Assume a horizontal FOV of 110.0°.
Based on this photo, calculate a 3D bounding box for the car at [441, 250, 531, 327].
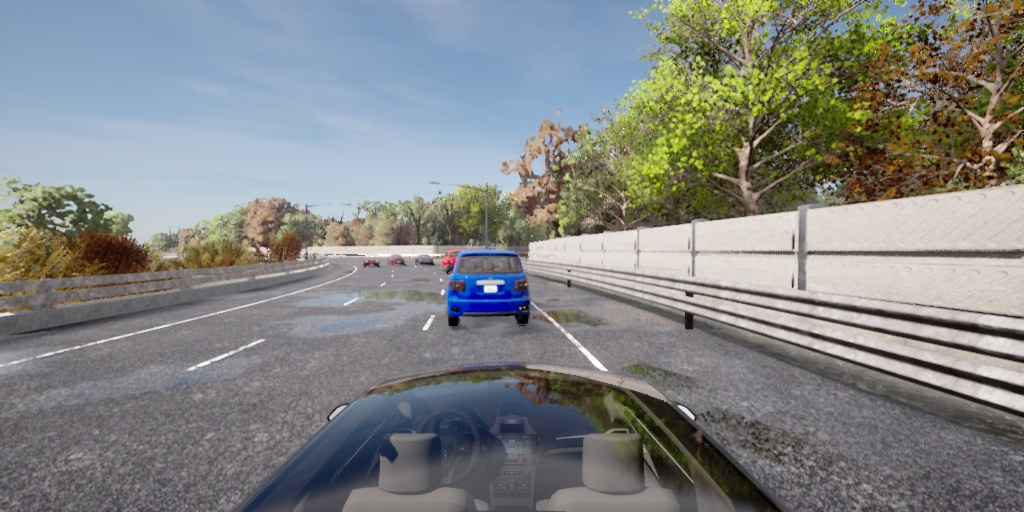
[{"bbox_3d":[-0.818,0.831,11.122,2.150,2.045,5.566,0,1,-7],"label":"car"}]

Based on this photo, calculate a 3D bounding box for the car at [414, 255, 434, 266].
[{"bbox_3d":[-12.166,0.610,49.291,1.994,1.385,4.181,0,1,-27],"label":"car"}]

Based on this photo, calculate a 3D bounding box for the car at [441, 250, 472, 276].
[{"bbox_3d":[-5.062,0.521,32.258,2.150,2.045,5.566,0,1,-15],"label":"car"}]

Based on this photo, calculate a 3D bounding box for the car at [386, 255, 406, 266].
[{"bbox_3d":[-15.837,0.579,48.838,1.812,1.442,4.674,0,1,-27],"label":"car"}]

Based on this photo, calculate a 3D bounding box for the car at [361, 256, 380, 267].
[{"bbox_3d":[-17.933,0.707,45.285,1.895,1.301,4.718,0,1,-26],"label":"car"}]
